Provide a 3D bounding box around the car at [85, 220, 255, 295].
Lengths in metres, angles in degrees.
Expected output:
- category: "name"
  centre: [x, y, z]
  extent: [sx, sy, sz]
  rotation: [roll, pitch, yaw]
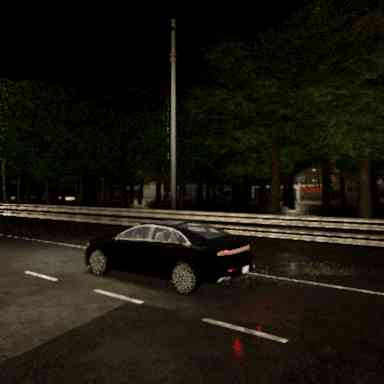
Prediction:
- category: "car"
  centre: [-0.794, 1.491, 8.738]
  extent: [4.902, 1.511, 2.128]
  rotation: [0, 0, 36]
